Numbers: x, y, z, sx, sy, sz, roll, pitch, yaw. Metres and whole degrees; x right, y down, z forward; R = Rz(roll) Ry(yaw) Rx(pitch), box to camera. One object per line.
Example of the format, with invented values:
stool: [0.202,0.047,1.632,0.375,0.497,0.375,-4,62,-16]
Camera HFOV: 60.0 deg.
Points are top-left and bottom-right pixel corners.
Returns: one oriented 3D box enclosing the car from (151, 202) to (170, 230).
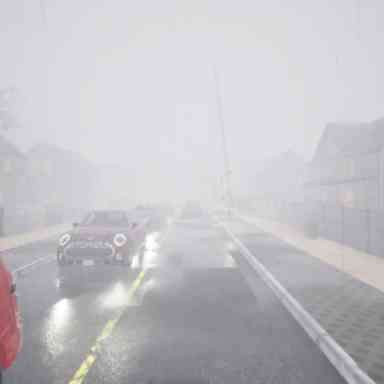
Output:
car: [-2.830,1.522,21.554,2.128,1.511,4.902,0,0,0]

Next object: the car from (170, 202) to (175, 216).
car: [-2.735,1.691,33.873,1.994,1.385,4.181,0,0,0]

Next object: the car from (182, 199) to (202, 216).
car: [0.018,1.652,33.487,1.994,1.385,4.181,0,0,0]

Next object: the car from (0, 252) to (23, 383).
car: [-2.863,1.220,1.220,2.150,2.045,5.566,0,0,1]

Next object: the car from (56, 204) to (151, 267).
car: [-2.840,1.358,11.375,2.097,1.767,4.553,0,0,0]
